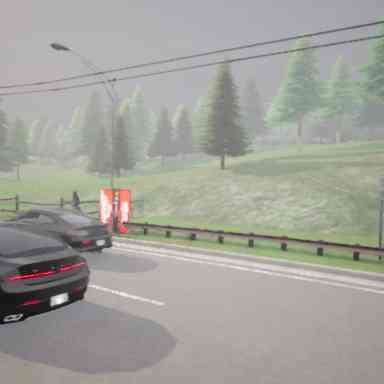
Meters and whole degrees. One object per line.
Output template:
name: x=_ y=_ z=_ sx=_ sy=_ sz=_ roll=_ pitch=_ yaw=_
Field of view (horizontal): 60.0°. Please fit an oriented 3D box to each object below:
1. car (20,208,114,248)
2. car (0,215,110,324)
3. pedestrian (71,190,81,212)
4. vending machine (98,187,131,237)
car: x=-4.627 y=1.224 z=10.696 sx=4.674 sy=1.442 sz=1.812 roll=2 pitch=1 yaw=29
car: x=-4.072 y=1.298 z=6.296 sx=4.892 sy=1.490 sz=1.837 roll=2 pitch=1 yaw=31
pedestrian: x=-5.023 y=0.764 z=14.353 sx=0.375 sy=1.860 sz=0.375 roll=2 pitch=1 yaw=28
vending machine: x=-3.397 y=0.849 z=14.696 sx=0.880 sy=2.100 sz=1.100 roll=2 pitch=1 yaw=29
